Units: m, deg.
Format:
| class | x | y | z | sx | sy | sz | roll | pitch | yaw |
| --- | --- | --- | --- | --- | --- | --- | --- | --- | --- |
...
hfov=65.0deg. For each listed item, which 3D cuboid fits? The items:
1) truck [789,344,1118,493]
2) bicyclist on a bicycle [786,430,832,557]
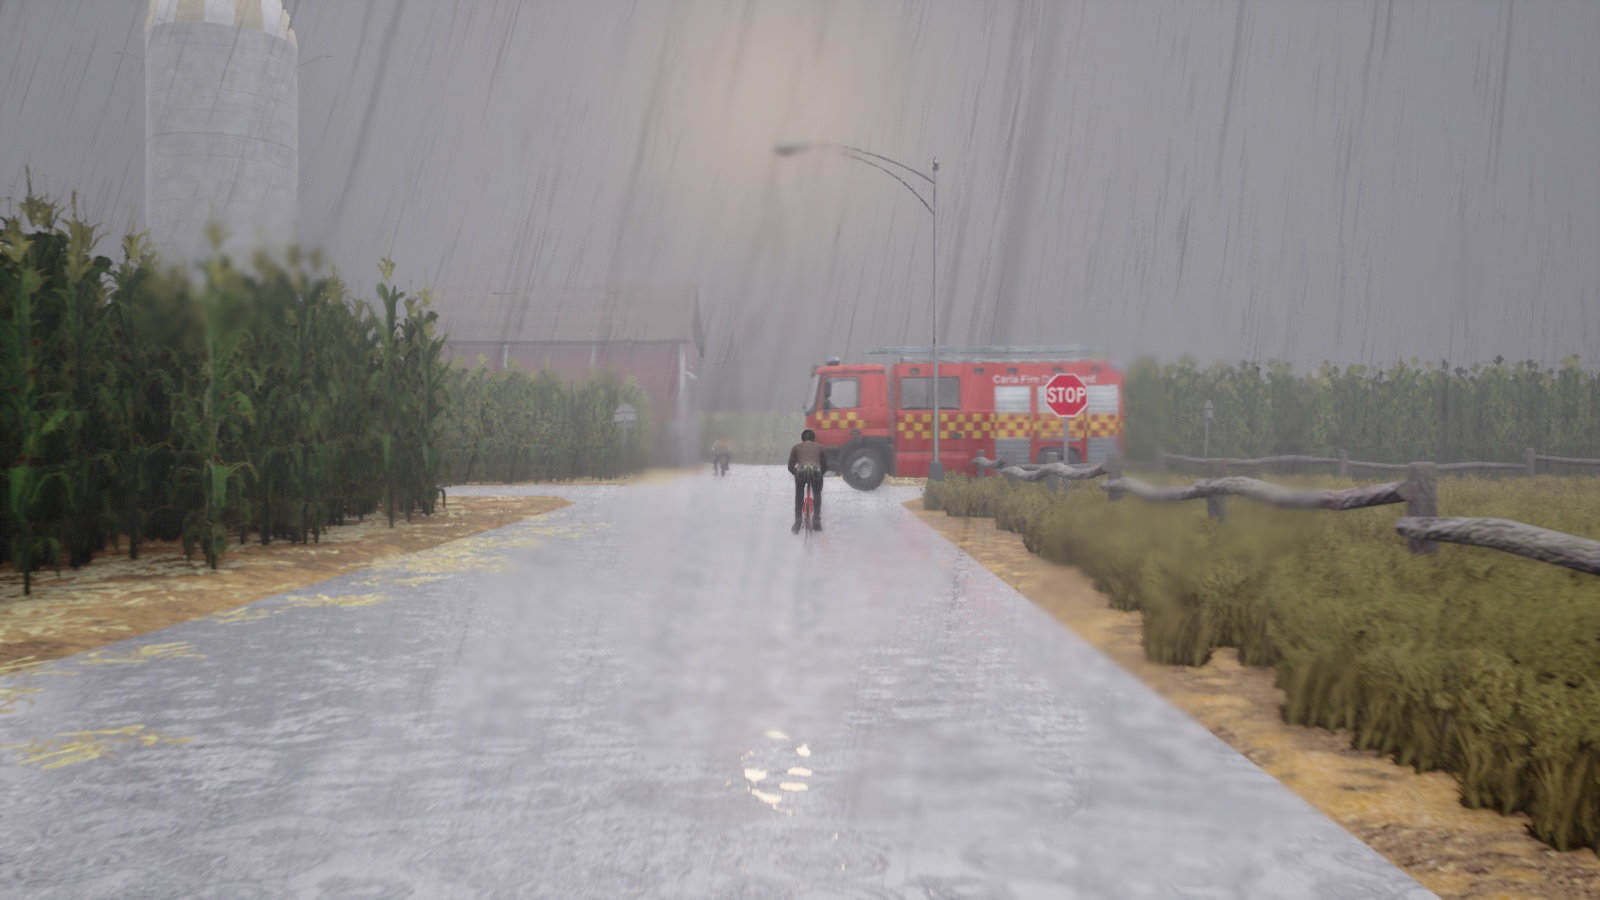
| class | x | y | z | sx | sy | sz | roll | pitch | yaw |
| --- | --- | --- | --- | --- | --- | --- | --- | --- | --- |
| truck | 3.971 | -0.822 | 33.841 | 8.468 | 3.827 | 2.891 | 0 | 1 | 1 |
| bicyclist on a bicycle | 0.115 | 0.549 | 16.821 | 0.582 | 1.620 | 1.656 | 0 | 0 | 0 |
